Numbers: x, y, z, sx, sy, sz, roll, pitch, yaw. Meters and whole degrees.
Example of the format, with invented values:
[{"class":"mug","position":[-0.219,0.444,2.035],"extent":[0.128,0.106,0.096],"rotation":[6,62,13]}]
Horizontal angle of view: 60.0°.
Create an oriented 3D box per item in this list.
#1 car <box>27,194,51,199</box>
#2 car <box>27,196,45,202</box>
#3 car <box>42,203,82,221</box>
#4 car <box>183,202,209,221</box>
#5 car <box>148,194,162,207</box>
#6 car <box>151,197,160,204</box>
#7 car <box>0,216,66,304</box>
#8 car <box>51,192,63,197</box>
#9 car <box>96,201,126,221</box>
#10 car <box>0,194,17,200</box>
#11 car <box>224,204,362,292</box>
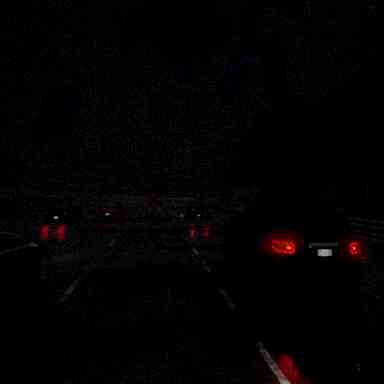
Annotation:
[{"class":"car","position":[-23.150,1.233,49.309],"extent":[2.128,1.511,4.902],"rotation":[1,-1,-6]},{"class":"car","position":[-32.214,1.411,68.943],"extent":[1.895,1.301,4.718],"rotation":[1,-1,-6]},{"class":"car","position":[-9.897,1.520,25.846],"extent":[1.895,1.301,4.718],"rotation":[1,0,-6]},{"class":"car","position":[0.313,1.658,29.106],"extent":[2.128,1.511,4.902],"rotation":[1,0,-6]},{"class":"car","position":[-6.328,1.427,57.368],"extent":[2.150,2.045,5.566],"rotation":[1,-1,-6]},{"class":"car","position":[-8.432,1.959,76.910],"extent":[1.882,1.535,5.008],"rotation":[1,-1,-6]},{"class":"car","position":[-4.296,1.441,6.438],"extent":[2.128,1.511,4.902],"rotation":[1,0,-6]},{"class":"car","position":[-28.812,1.126,70.117],"extent":[2.150,2.045,5.566],"rotation":[1,-1,-6]},{"class":"car","position":[-6.489,1.479,26.916],"extent":[1.882,1.535,5.008],"rotation":[1,0,-6]},{"class":"car","position":[-35.160,1.164,63.629],"extent":[1.837,1.490,4.892],"rotation":[1,-1,-6]},{"class":"car","position":[2.424,1.344,9.466],"extent":[2.150,2.045,5.566],"rotation":[1,0,-6]}]
